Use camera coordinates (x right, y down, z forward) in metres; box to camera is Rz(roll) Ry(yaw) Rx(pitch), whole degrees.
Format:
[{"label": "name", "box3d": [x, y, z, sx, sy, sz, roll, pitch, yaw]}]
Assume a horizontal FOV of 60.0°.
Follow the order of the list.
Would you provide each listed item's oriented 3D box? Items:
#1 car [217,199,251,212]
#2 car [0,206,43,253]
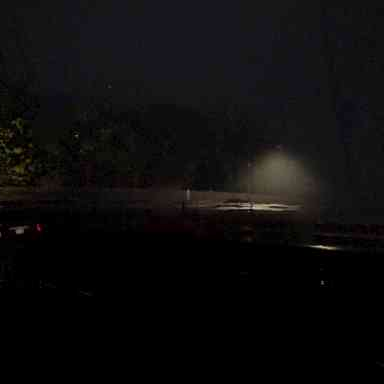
[{"label": "car", "box3d": [6.454, 2.001, 50.481, 5.566, 2.045, 2.150, 3, -2, -31]}, {"label": "car", "box3d": [-7.820, 1.396, 12.495, 4.553, 1.767, 2.097, 0, 0, 28]}]
